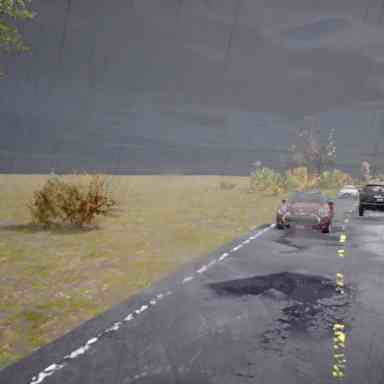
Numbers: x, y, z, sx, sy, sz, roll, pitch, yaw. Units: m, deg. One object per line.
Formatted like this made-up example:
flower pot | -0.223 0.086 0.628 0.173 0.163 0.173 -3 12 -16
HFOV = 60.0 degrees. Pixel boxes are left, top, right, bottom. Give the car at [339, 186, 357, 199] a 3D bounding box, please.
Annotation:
car | 18.435 0.005 38.908 1.812 1.442 4.674 3 3 31

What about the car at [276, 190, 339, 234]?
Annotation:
car | 5.280 0.719 15.135 2.097 1.767 4.553 2 3 26

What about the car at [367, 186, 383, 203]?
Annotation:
car | 19.605 0.212 34.973 1.812 1.442 4.674 3 3 31

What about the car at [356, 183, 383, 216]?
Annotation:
car | 11.923 0.423 21.252 2.150 2.045 5.566 2 3 28
